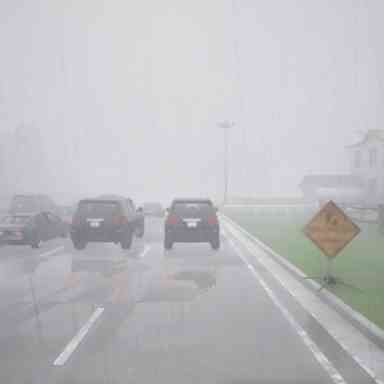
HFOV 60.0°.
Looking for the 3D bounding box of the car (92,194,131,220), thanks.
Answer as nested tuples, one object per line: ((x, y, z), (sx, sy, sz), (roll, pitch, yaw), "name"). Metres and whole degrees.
((-7.000, 1.258, 29.680), (2.150, 2.045, 5.566), (0, 0, 0), "car")

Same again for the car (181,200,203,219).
((0.000, 1.534, 29.650), (1.812, 1.442, 4.674), (0, 0, 0), "car")

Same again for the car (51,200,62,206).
((-10.500, 1.534, 29.650), (1.812, 1.442, 4.674), (0, 0, 0), "car")

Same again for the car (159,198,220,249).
((0.000, 1.258, 14.680), (2.150, 2.045, 5.566), (0, 0, 0), "car")

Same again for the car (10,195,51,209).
((-14.000, 1.258, 29.680), (2.150, 2.045, 5.566), (0, 0, 0), "car")

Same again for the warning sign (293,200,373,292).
((3.050, 1.115, 7.334), (1.300, 1.860, 1.060), (0, 0, 0), "warning sign")

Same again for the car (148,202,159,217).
((-3.500, 1.573, 29.650), (1.994, 1.385, 4.181), (0, 0, 0), "car")

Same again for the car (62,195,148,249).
((-3.500, 1.258, 14.680), (2.150, 2.045, 5.566), (0, 0, 0), "car")

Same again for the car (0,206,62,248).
((-7.000, 1.564, 14.650), (2.033, 1.411, 5.357), (0, 0, 0), "car")
